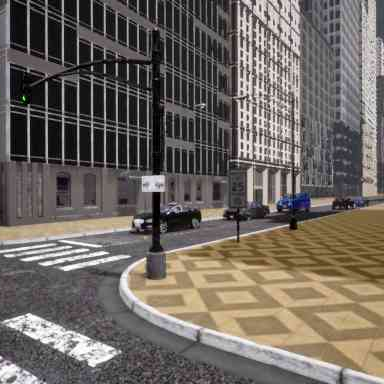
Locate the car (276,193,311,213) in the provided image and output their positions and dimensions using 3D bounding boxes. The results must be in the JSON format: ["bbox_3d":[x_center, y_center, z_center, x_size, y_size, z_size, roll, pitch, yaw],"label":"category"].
[{"bbox_3d":[10.986,1.113,35.670,2.150,2.045,5.566,0,0,37],"label":"car"}]

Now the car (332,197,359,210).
[{"bbox_3d":[18.423,1.359,40.377,1.837,1.490,4.892,0,0,37],"label":"car"}]

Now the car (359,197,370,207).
[{"bbox_3d":[24.636,1.368,48.745,2.033,1.411,5.357,0,0,37],"label":"car"}]

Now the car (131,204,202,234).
[{"bbox_3d":[-1.349,1.447,19.218,2.128,1.511,4.902,0,0,37],"label":"car"}]

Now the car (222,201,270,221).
[{"bbox_3d":[4.570,1.472,27.120,2.033,1.411,5.357,0,0,37],"label":"car"}]
